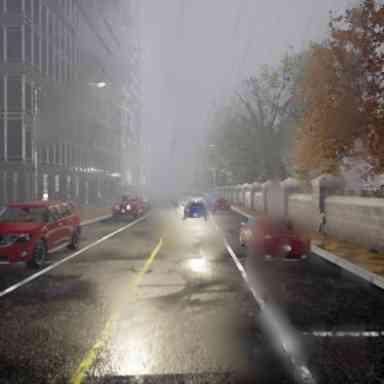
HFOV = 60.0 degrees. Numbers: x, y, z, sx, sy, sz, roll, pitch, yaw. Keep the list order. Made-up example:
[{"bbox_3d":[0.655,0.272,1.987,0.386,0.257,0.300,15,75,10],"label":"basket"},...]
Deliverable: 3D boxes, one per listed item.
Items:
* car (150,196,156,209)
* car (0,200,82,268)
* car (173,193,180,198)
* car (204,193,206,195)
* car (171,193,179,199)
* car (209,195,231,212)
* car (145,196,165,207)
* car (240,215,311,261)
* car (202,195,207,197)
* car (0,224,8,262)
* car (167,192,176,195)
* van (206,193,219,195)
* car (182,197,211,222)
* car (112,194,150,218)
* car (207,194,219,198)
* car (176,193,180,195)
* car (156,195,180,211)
[{"bbox_3d":[-5.061,1.299,39.257,2.008,1.369,4.403,0,0,1],"label":"car"},{"bbox_3d":[-5.281,1.243,11.136,2.192,1.841,5.009,0,0,0],"label":"car"},{"bbox_3d":[-4.325,0.923,95.455,1.752,1.417,4.829,0,0,0],"label":"car"},{"bbox_3d":[3.490,1.188,56.840,2.008,1.369,4.403,0,0,1],"label":"car"},{"bbox_3d":[-4.349,0.982,84.160,1.752,1.417,4.829,0,0,0],"label":"car"},{"bbox_3d":[3.019,1.326,34.337,1.887,1.381,4.507,0,0,1],"label":"car"},{"bbox_3d":[-4.941,1.263,44.877,2.008,1.369,4.403,0,0,1],"label":"car"},{"bbox_3d":[2.748,1.469,11.776,1.887,1.381,4.507,0,0,0],"label":"car"},{"bbox_3d":[0.506,1.346,39.827,1.895,1.301,4.718,0,0,1],"label":"car"},{"bbox_3d":[-5.306,1.508,5.511,1.887,1.381,4.507,0,0,0],"label":"car"},{"bbox_3d":[-4.592,1.155,61.768,2.008,1.369,4.403,0,0,1],"label":"car"},{"bbox_3d":[3.373,1.014,51.222,1.690,1.788,3.998,0,0,1],"label":"van"},{"bbox_3d":[0.269,1.367,24.803,1.812,1.442,4.674,0,0,1],"label":"car"},{"bbox_3d":[-5.255,1.135,28.012,2.192,1.841,5.009,0,0,1],"label":"car"},{"bbox_3d":[3.125,1.311,39.977,1.947,1.339,4.313,0,0,1],"label":"car"},{"bbox_3d":[-4.437,0.846,73.046,2.192,1.841,5.009,0,0,1],"label":"car"},{"bbox_3d":[-2.481,1.328,36.800,1.994,1.385,4.181,0,0,1],"label":"car"}]
